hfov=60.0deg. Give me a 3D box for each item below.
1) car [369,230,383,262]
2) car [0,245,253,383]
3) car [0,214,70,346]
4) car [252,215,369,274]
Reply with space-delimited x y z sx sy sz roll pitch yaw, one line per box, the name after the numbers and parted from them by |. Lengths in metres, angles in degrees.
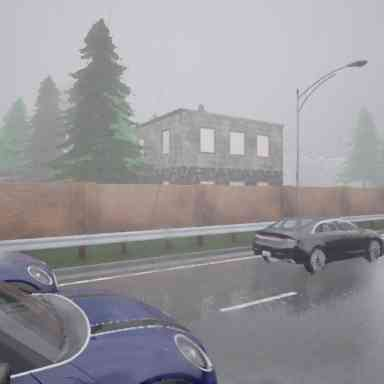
6.563 1.505 7.983 4.892 1.490 1.837 0 0 -33 | car
-1.991 1.354 2.415 4.553 1.767 2.097 0 0 -33 | car
-4.442 1.352 4.994 4.553 1.767 2.097 0 0 -33 | car
4.097 1.492 10.552 4.902 1.511 2.128 0 0 -33 | car
